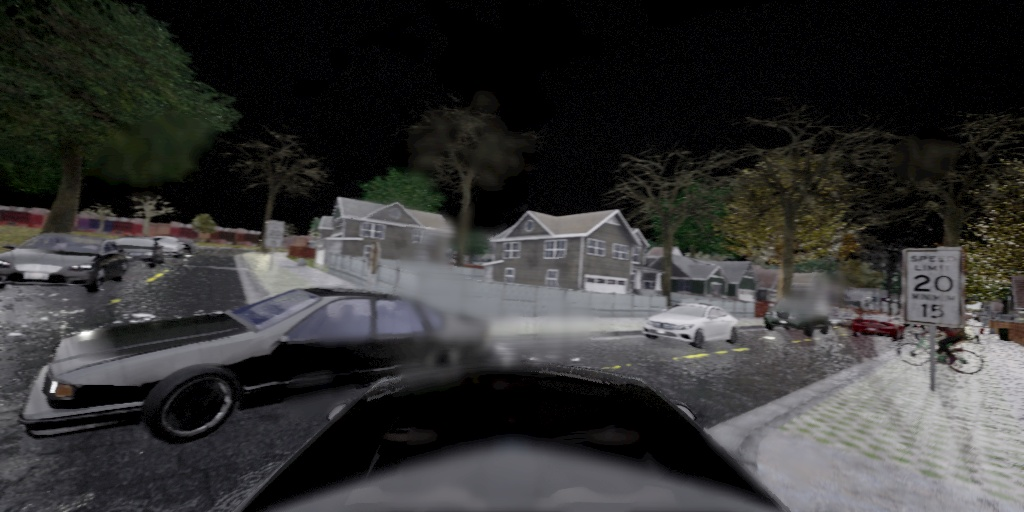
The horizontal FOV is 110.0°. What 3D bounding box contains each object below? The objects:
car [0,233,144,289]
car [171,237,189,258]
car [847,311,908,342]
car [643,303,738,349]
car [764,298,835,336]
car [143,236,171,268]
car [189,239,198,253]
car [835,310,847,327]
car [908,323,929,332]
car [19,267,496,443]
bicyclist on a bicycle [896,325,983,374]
[{"bbox_3d":[-13.128,0.118,10.706,2.128,1.511,4.902,7,-2,-38],"label":"car"},{"bbox_3d":[-25.434,-0.719,26.315,1.812,1.442,4.674,7,-2,-38],"label":"car"},{"bbox_3d":[22.849,4.356,22.333,5.008,1.535,1.882,8,-5,-38],"label":"car"},{"bbox_3d":[6.840,2.497,13.471,4.674,1.442,1.812,8,-5,-38],"label":"car"},{"bbox_3d":[17.350,3.607,21.745,5.566,2.045,2.150,7,-5,-38],"label":"car"},{"bbox_3d":[-19.196,-0.288,18.367,1.812,1.442,4.674,7,-2,-39],"label":"car"},{"bbox_3d":[-31.542,-1.033,34.353,1.895,1.301,4.718,7,-2,-36],"label":"car"},{"bbox_3d":[26.917,5.177,29.235,4.902,1.511,2.128,8,-5,-38],"label":"car"},{"bbox_3d":[42.064,7.022,37.472,4.892,1.490,1.837,8,-5,-38],"label":"car"},{"bbox_3d":[-2.549,1.189,5.237,2.033,1.411,5.357,4,-4,41],"label":"car"},{"bbox_3d":[12.569,2.542,10.595,0.582,1.620,1.656,8,-5,-38],"label":"bicyclist on a bicycle"}]
